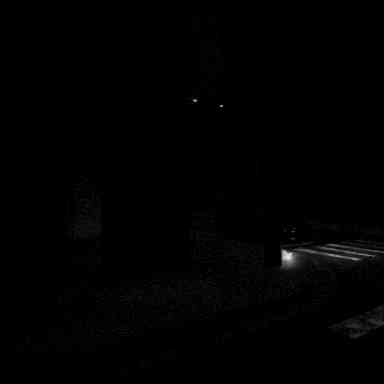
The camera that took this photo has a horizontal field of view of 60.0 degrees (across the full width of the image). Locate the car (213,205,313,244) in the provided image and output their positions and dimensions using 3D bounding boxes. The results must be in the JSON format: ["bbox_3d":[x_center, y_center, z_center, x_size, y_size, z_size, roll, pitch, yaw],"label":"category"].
[{"bbox_3d":[3.069,1.415,15.280,1.882,1.535,5.008,0,0,-37],"label":"car"}]
